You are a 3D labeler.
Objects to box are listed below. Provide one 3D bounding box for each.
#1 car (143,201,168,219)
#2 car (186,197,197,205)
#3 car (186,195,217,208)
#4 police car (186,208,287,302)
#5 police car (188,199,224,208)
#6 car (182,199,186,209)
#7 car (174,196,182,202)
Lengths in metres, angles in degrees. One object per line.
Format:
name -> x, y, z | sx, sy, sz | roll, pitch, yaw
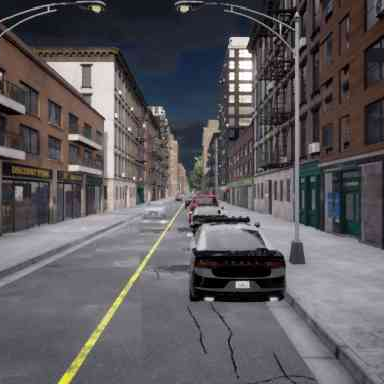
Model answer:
car -> -3.148, 1.545, 29.274 | 1.812, 1.442, 4.674 | 0, 0, 0
car -> -0.099, 1.630, 59.885 | 1.994, 1.385, 4.181 | 0, 0, 0
car -> 0.860, 1.239, 24.361 | 2.150, 2.045, 5.566 | 0, 0, 0
police car -> 0.886, 1.427, 8.440 | 1.930, 1.638, 5.238 | 0, 0, 0
police car -> 0.870, 1.434, 18.440 | 1.930, 1.638, 5.238 | 0, 0, 0
car -> -0.064, 1.548, 46.494 | 1.837, 1.490, 4.892 | 0, 0, 0
car -> -3.127, 1.646, 77.435 | 2.033, 1.411, 5.357 | 0, 0, 0
